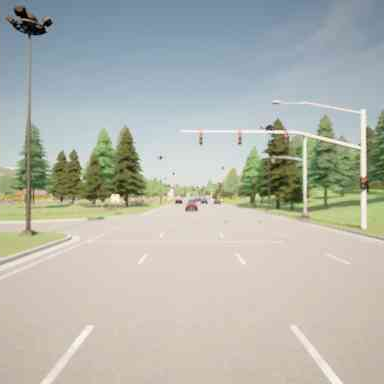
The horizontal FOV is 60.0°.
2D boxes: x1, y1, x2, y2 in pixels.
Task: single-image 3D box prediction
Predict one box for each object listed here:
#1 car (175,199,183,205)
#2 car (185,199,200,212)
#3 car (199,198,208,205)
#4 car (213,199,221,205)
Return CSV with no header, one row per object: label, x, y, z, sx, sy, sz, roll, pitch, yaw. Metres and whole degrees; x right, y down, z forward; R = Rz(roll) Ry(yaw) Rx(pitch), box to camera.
car,-3.593,2.652,91.474,1.882,1.535,5.008,0,-1,0
car,-0.051,2.169,50.034,1.812,1.442,4.674,0,-1,0
car,3.407,2.698,91.481,1.812,1.442,4.674,0,-1,0
car,6.907,2.699,91.484,2.128,1.511,4.902,0,-1,0
